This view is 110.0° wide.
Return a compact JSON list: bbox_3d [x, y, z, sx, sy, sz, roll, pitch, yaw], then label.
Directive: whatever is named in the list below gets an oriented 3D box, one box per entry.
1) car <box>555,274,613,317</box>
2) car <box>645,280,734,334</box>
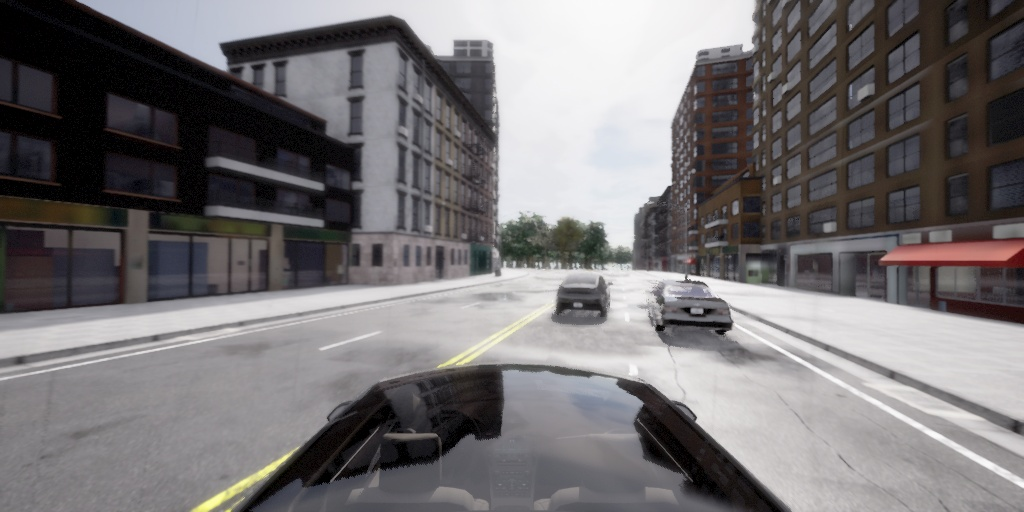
[{"bbox_3d":[2.959,1.452,14.529,1.837,1.490,4.892,0,0,17],"label":"car"},{"bbox_3d":[5.408,1.473,11.461,2.033,1.411,5.357,0,-1,17],"label":"car"}]
